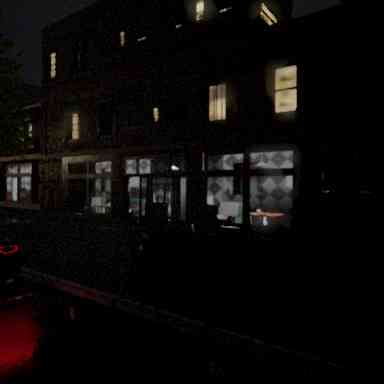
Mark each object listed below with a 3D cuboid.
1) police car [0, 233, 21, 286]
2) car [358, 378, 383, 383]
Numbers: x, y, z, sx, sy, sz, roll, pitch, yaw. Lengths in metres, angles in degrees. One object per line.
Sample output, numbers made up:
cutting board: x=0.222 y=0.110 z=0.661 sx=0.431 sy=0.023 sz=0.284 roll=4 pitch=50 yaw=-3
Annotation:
police car: x=-5.885 y=1.172 z=7.455 sx=5.238 sy=1.638 sz=1.930 roll=2 pitch=1 yaw=35
car: x=2.556 y=1.610 z=1.064 sx=4.313 sy=1.339 sz=1.947 roll=2 pitch=0 yaw=36
